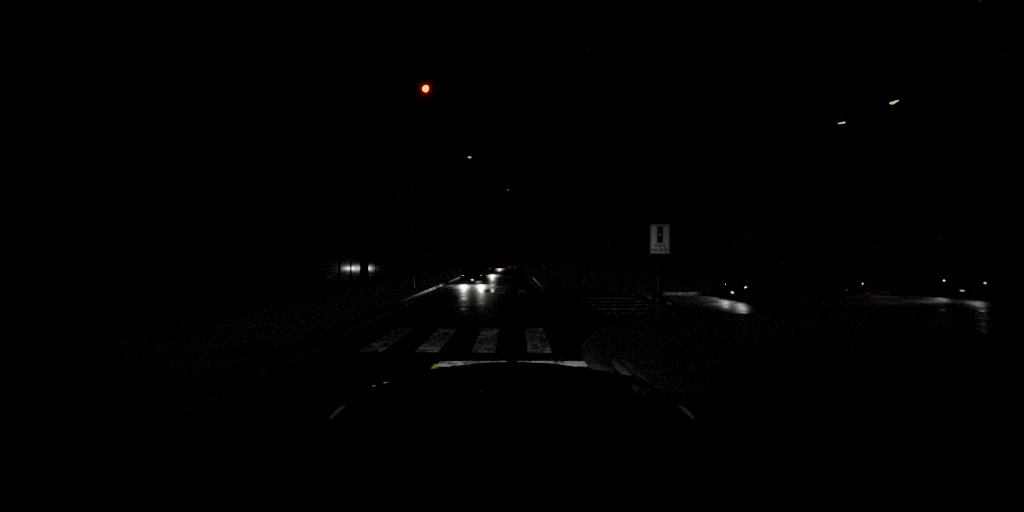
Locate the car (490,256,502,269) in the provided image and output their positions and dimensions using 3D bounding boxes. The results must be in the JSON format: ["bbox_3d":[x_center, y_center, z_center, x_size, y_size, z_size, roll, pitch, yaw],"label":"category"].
[{"bbox_3d":[-2.829,1.011,59.094,2.150,2.045,5.566,0,0,1],"label":"car"}]

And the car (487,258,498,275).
[{"bbox_3d":[-2.876,1.270,40.389,1.837,1.490,4.892,0,0,0],"label":"car"}]

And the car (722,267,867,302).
[{"bbox_3d":[12.449,1.219,15.945,5.357,1.411,2.033,0,0,0],"label":"car"}]

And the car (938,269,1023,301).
[{"bbox_3d":[22.263,1.220,15.982,4.718,1.301,1.895,0,0,0],"label":"car"}]

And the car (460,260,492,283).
[{"bbox_3d":[-2.883,1.303,28.056,2.033,1.411,5.357,0,0,-1],"label":"car"}]
